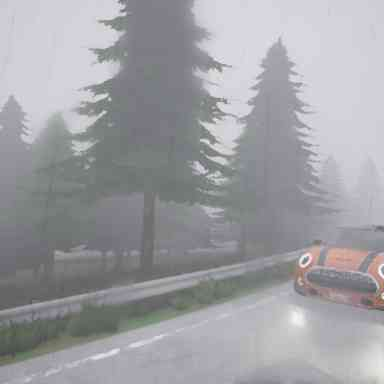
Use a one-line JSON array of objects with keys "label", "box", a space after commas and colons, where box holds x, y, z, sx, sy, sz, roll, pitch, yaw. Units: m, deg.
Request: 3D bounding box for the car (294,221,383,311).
[{"label": "car", "box": [4.297, 1.623, 8.384, 2.097, 1.767, 4.553, 1, -3, 38]}]
